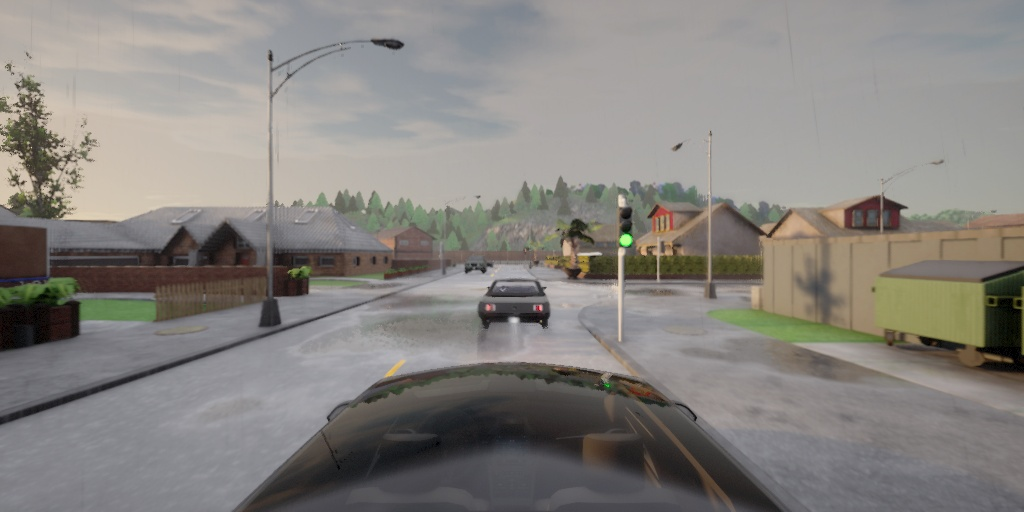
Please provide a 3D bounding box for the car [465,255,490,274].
[{"bbox_3d":[-4.071,0.912,41.109,2.150,2.045,5.566,0,0,0],"label":"car"}]

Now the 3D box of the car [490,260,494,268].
[{"bbox_3d":[-4.020,1.266,57.974,1.895,1.301,4.718,0,0,1],"label":"car"}]

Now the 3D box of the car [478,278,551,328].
[{"bbox_3d":[0.168,1.336,11.292,1.895,1.301,4.718,0,0,3],"label":"car"}]

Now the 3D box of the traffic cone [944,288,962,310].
[{"bbox_3d":[16.320,1.581,13.153,0.344,0.586,0.344,0,0,0],"label":"traffic cone"}]

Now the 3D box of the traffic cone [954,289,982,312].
[{"bbox_3d":[15.800,1.552,12.433,0.344,0.586,0.344,0,0,0],"label":"traffic cone"}]
